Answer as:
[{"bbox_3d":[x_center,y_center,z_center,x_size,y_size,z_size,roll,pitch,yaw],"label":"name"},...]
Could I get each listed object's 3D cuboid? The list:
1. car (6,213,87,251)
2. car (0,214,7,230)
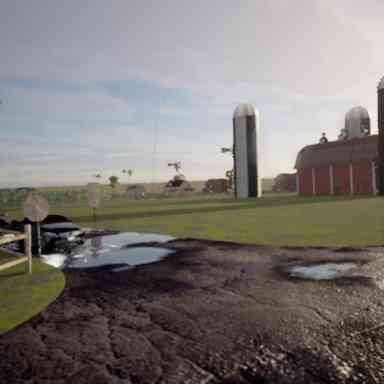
[{"bbox_3d":[-6.796,1.756,15.665,4.674,1.442,1.812,-2,1,44],"label":"car"},{"bbox_3d":[-13.830,2.024,22.545,1.994,1.385,4.181,-3,1,-45],"label":"car"}]
